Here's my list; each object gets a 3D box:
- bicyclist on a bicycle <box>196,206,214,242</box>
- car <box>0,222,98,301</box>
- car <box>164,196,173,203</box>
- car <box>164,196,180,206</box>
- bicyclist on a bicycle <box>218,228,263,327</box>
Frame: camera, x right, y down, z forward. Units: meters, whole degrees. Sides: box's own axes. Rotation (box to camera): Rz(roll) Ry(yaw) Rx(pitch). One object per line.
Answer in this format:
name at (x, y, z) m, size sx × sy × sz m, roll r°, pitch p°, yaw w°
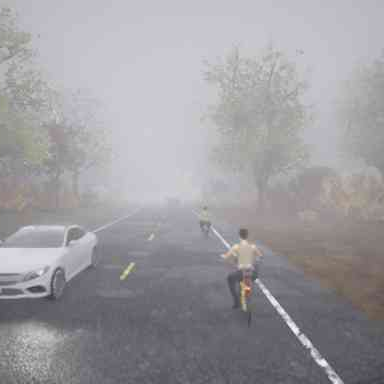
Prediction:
bicyclist on a bicycle at (0.634, 1.481, 15.783) m, size 0.866 × 1.612 × 1.509 m, roll 0°, pitch 0°, yaw -2°
car at (-3.716, 1.551, 8.487) m, size 1.812 × 1.442 × 4.674 m, roll 0°, pitch 0°, yaw -1°
car at (-5.252, 1.597, 73.617) m, size 1.837 × 1.490 × 4.892 m, roll 0°, pitch 0°, yaw -7°
car at (-3.175, 1.580, 57.286) m, size 2.128 × 1.511 × 4.902 m, roll 0°, pitch 0°, yaw -6°
bicyclist on a bicycle at (0.924, 1.454, 6.087) m, size 0.866 × 1.612 × 1.509 m, roll 0°, pitch 0°, yaw -1°
